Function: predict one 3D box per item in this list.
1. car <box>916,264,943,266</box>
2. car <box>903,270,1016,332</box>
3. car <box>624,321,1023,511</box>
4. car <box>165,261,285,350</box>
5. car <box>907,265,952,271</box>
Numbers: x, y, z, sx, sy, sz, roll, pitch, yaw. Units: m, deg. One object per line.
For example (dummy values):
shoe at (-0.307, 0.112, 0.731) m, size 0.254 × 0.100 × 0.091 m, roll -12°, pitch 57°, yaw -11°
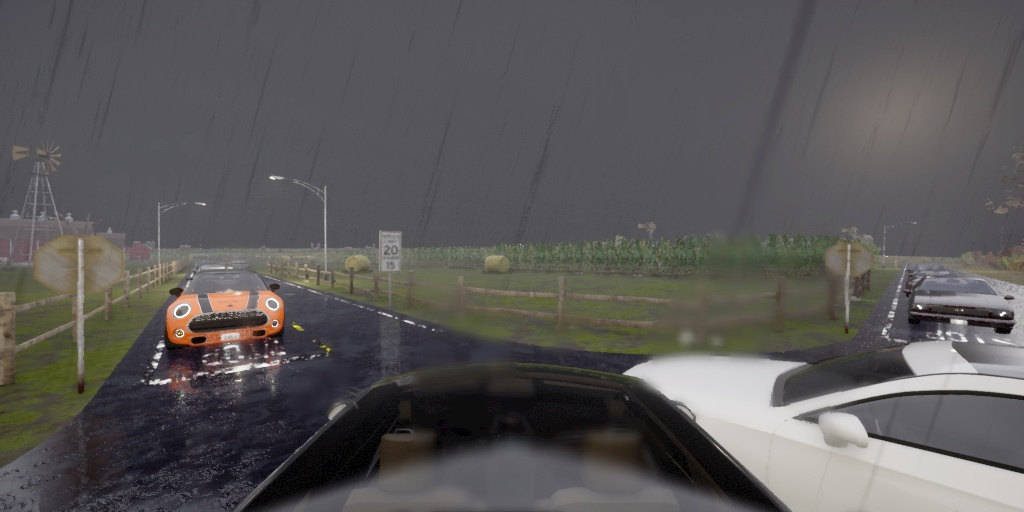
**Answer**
car at (28.722, 1.303, 24.725) m, size 4.902 × 1.511 × 2.128 m, roll 0°, pitch 1°, yaw -42°
car at (13.656, 1.333, 11.131) m, size 5.357 × 1.411 × 2.033 m, roll 0°, pitch 1°, yaw -42°
car at (2.863, 1.293, 2.197) m, size 1.812 × 1.442 × 4.674 m, roll 0°, pitch 1°, yaw -43°
car at (-7.454, 1.136, 9.422) m, size 2.097 × 1.767 × 4.553 m, roll 0°, pitch 0°, yaw -39°
car at (21.073, 1.360, 17.829) m, size 4.181 × 1.385 × 1.994 m, roll 0°, pitch 1°, yaw -43°
